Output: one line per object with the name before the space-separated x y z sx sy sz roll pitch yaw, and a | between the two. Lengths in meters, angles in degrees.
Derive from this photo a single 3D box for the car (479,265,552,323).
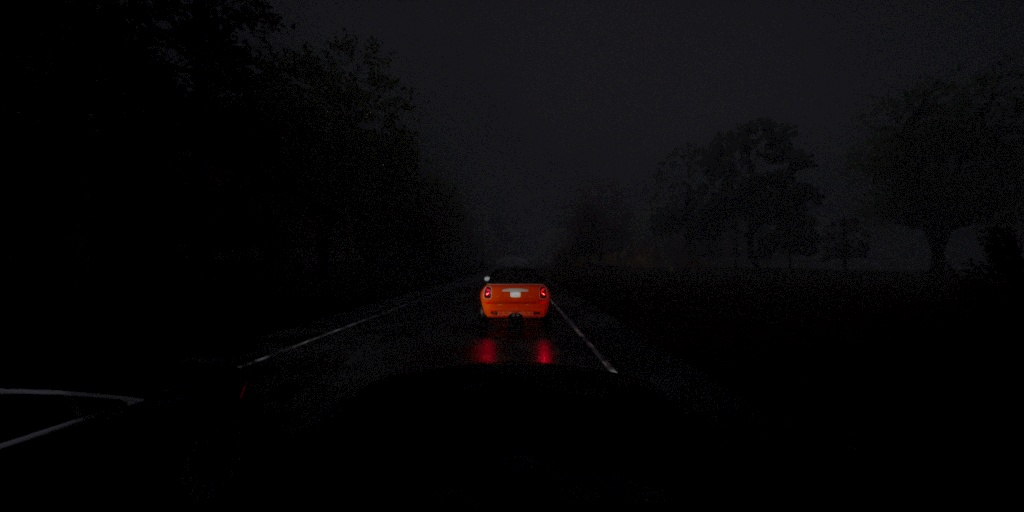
car | 0.099 1.101 12.185 2.097 1.767 4.553 0 0 0

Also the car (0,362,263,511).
car | -3.303 1.241 1.414 2.128 1.511 4.902 0 0 1
